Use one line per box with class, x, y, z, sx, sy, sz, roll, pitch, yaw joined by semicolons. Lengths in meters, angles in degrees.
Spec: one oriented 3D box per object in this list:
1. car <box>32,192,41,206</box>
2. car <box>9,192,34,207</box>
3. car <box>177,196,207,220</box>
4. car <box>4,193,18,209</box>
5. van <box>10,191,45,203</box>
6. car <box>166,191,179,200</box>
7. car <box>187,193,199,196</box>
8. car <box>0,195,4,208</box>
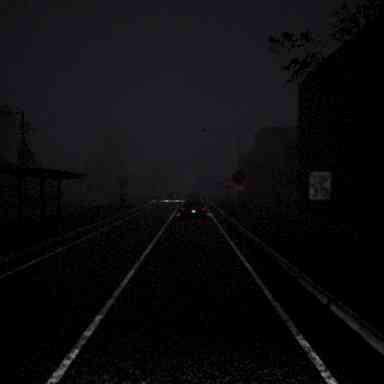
car;-22.129;1.122;41.579;4.792;1.488;2.163;0;1;0
car;-21.911;1.114;38.801;5.366;1.575;1.946;0;1;0
car;0.112;1.290;25.135;1.994;1.385;4.181;0;1;0
car;-22.124;1.172;36.027;4.792;1.488;2.163;0;1;0
van;-21.985;0.842;44.350;4.442;1.987;1.878;0;1;0
car;-3.209;0.568;55.339;1.837;1.490;4.892;0;1;0
car;0.121;0.856;41.495;2.033;1.411;5.357;0;6;0
car;-22.087;1.169;33.253;4.892;1.521;2.231;0;1;0
